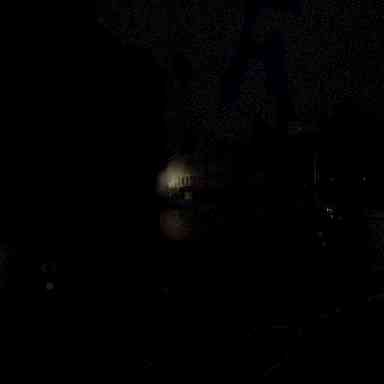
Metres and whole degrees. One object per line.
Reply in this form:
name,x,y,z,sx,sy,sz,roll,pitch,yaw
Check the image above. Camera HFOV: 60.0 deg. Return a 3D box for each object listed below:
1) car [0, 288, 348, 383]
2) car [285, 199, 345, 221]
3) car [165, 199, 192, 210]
car,-0.620,1.566,2.360,4.313,1.339,1.947,0,0,-35
car,9.828,1.387,26.763,2.097,1.767,4.553,1,0,-35
car,-1.852,1.603,43.202,1.812,1.442,4.674,1,0,-35
